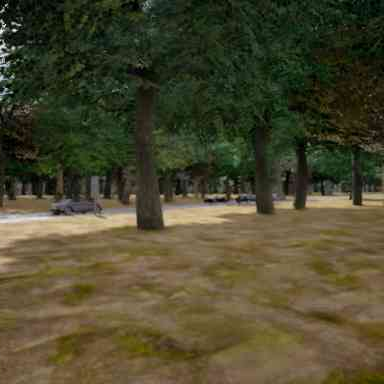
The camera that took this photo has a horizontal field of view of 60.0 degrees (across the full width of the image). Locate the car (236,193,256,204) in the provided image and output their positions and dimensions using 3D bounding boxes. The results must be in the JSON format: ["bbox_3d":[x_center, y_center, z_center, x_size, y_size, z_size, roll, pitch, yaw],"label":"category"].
[{"bbox_3d":[8.617,1.004,51.520,1.837,1.490,4.892,-2,-1,38],"label":"car"}]

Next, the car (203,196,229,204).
[{"bbox_3d":[3.717,1.189,51.112,1.895,1.301,4.718,-2,-1,38],"label":"car"}]

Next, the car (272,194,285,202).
[{"bbox_3d":[14.989,1.005,59.775,2.033,1.411,5.357,-1,-1,38],"label":"car"}]

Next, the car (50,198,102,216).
[{"bbox_3d":[-9.709,1.198,28.051,1.994,1.385,4.181,-1,-1,38],"label":"car"}]
